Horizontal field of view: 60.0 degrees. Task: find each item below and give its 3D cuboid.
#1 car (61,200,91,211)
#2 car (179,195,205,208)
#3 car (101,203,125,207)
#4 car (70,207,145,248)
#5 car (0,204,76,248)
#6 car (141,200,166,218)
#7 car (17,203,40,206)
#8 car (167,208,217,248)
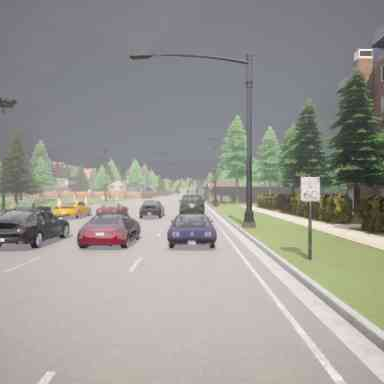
[{"bbox_3d":[-10.500,1.484,29.650,1.882,1.535,5.008,0,0,0],"label":"car"},{"bbox_3d":[0.000,1.257,29.680,2.150,2.045,5.566,0,0,0],"label":"car"},{"bbox_3d":[-7.000,1.615,29.680,1.895,1.301,4.718,0,0,0],"label":"car"},{"bbox_3d":[-3.500,1.571,14.650,1.994,1.385,4.181,0,0,0],"label":"car"},{"bbox_3d":[-7.000,1.515,14.650,1.837,1.490,4.892,0,0,0],"label":"car"},{"bbox_3d":[-3.500,1.515,29.650,1.837,1.490,4.892,0,0,0],"label":"car"},{"bbox_3d":[-14.340,1.615,29.680,1.895,1.301,4.718,0,0,0],"label":"car"},{"bbox_3d":[0.000,1.615,14.680,1.895,1.301,4.718,0,0,0],"label":"car"}]
